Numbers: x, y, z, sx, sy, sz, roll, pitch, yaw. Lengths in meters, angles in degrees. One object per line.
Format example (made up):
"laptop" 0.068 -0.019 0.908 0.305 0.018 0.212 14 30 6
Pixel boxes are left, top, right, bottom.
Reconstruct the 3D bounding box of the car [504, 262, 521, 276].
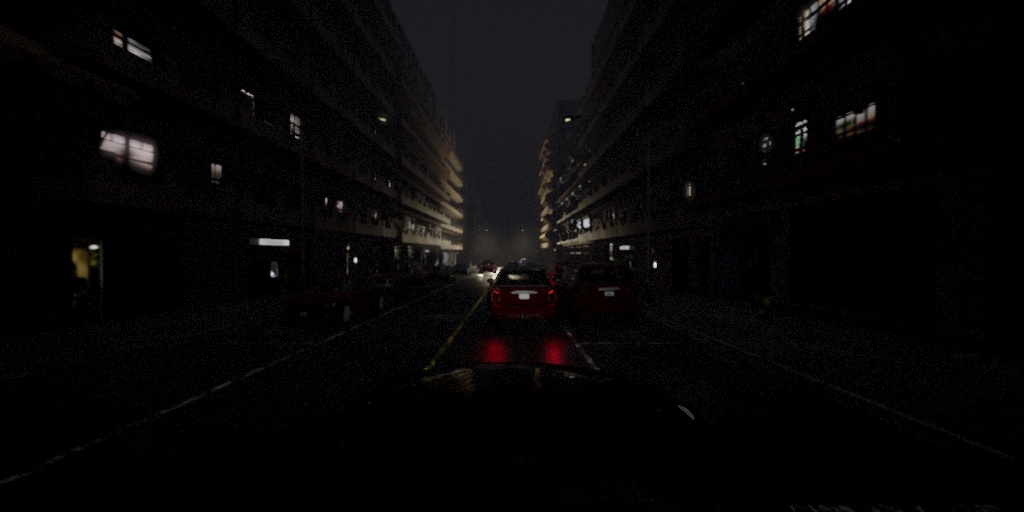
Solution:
"car" 0.102 1.459 40.743 1.812 1.442 4.674 0 0 0

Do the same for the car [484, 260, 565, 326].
"car" 0.238 1.154 12.071 2.097 1.767 4.553 0 0 -3

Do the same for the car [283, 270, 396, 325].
"car" -5.691 1.347 12.047 1.888 1.381 4.507 0 0 0

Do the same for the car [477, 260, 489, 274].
"car" -3.008 1.304 45.436 2.097 1.767 4.553 0 0 0

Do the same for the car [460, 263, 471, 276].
"car" -5.690 1.498 40.371 1.948 1.339 4.313 0 0 0

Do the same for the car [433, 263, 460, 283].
"car" -5.690 1.427 29.040 1.888 1.381 4.507 0 0 0

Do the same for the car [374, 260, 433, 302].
"car" -5.691 1.144 17.710 2.192 1.841 5.009 0 0 0

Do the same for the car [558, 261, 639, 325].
"car" 2.657 1.117 12.105 2.192 1.841 5.009 0 0 0
